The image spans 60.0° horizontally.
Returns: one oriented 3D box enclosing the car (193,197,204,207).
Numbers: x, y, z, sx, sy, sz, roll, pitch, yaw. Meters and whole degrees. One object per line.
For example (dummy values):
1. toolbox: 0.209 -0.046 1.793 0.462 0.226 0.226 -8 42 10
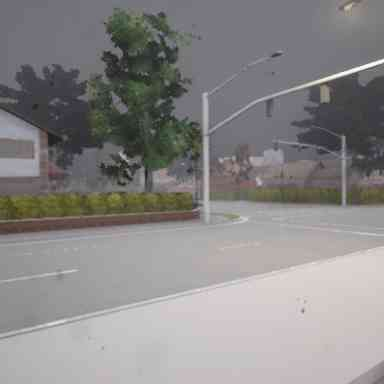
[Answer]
1. car: -0.141 1.189 41.848 1.895 1.301 4.718 -1 1 -36
